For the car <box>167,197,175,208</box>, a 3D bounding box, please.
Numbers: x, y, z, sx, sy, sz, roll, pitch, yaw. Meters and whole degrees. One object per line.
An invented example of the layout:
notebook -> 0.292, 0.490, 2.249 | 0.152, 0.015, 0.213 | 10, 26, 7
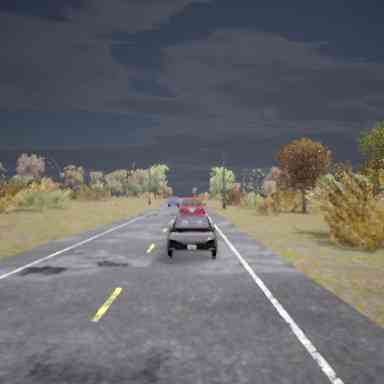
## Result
car -> -3.544, 1.953, 64.546 | 2.150, 2.045, 5.566 | 0, -1, 0

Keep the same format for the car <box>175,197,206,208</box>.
car -> -0.001, 1.529, 27.587 | 2.150, 2.045, 5.566 | 0, 0, 0

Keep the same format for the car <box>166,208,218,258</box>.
car -> 0.012, 1.642, 13.501 | 2.128, 1.511, 4.902 | 0, 0, 0
